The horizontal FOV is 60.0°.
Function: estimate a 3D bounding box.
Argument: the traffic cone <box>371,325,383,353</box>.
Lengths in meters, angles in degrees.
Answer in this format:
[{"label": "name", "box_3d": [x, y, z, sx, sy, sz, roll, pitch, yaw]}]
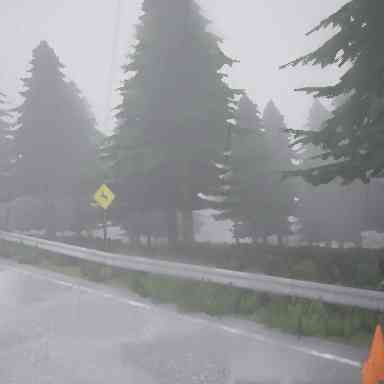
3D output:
[{"label": "traffic cone", "box_3d": [2.322, 1.956, 4.131, 0.340, 0.580, 0.340, 0, 0, 34]}]

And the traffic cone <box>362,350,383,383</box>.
[{"label": "traffic cone", "box_3d": [1.773, 1.956, 3.298, 0.340, 0.580, 0.340, 0, 0, 34]}]
